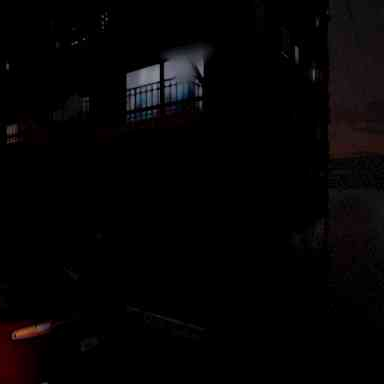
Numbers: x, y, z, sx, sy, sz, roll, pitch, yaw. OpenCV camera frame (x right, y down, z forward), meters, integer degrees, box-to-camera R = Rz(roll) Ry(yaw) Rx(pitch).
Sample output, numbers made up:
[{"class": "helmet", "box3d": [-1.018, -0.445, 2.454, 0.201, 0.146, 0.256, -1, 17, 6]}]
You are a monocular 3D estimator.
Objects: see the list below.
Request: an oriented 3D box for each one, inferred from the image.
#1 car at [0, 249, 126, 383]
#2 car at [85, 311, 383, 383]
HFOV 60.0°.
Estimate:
[{"class": "car", "box3d": [-2.951, 1.540, 4.973, 4.507, 1.381, 1.887, 0, 0, 35]}, {"class": "car", "box3d": [1.642, 1.566, 1.706, 4.313, 1.339, 1.947, 0, 0, 35]}]
